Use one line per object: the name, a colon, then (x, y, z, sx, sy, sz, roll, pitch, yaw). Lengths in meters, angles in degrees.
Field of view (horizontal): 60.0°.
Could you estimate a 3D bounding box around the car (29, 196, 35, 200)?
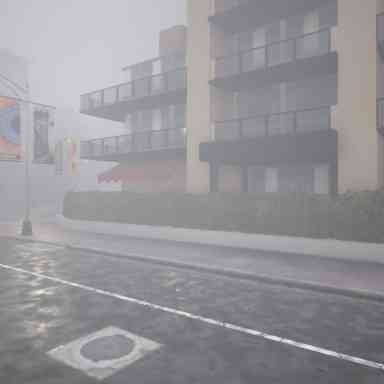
car: (-36.054, 1.481, 72.144, 4.892, 1.521, 2.231, 0, 0, 36)
